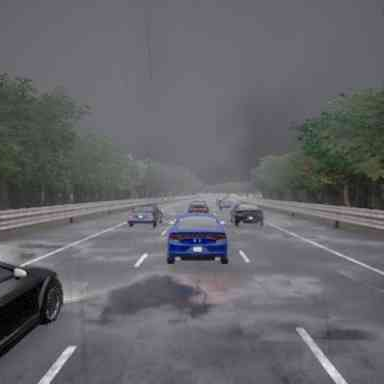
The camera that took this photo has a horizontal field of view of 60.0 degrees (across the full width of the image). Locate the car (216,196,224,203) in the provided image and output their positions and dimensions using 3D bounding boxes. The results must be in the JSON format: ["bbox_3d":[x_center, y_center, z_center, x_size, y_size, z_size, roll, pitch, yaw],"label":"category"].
[{"bbox_3d":[7.081,1.853,83.283,1.882,1.535,5.008,0,0,5],"label":"car"}]

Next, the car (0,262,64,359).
[{"bbox_3d":[-3.372,1.564,4.483,1.994,1.385,4.181,0,0,0],"label":"car"}]

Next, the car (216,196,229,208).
[{"bbox_3d":[4.598,1.687,45.651,2.033,1.411,5.357,0,0,3],"label":"car"}]

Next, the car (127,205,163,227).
[{"bbox_3d":[-3.106,1.578,22.978,2.033,1.411,5.357,0,0,1],"label":"car"}]

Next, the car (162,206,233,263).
[{"bbox_3d":[0.195,1.486,12.005,1.882,1.535,5.008,0,0,1],"label":"car"}]

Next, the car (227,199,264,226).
[{"bbox_3d":[3.815,1.515,23.739,1.882,1.535,5.008,0,0,1],"label":"car"}]

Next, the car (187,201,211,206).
[{"bbox_3d":[0.616,1.567,30.762,1.837,1.490,4.892,0,0,2],"label":"car"}]
